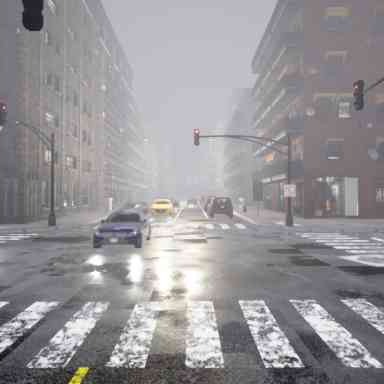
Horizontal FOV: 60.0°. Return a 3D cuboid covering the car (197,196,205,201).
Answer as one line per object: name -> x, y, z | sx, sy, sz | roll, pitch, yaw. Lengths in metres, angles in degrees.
car -> 2.493, 1.813, 91.320 | 1.947, 1.339, 4.313 | 1, 0, 0

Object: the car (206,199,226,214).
car -> 2.549, 1.540, 35.876 | 1.752, 1.417, 4.829 | 1, 0, 0

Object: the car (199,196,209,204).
car -> 2.516, 1.556, 69.069 | 1.967, 1.590, 4.097 | 1, 0, 0

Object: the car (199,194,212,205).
car -> 2.523, 1.402, 63.505 | 2.192, 1.841, 5.009 | 1, 0, 0

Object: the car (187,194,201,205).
car -> 0.046, 1.564, 60.107 | 2.128, 1.511, 4.902 | 0, 0, 0

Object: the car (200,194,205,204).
car -> 2.547, 1.335, 41.271 | 2.192, 1.841, 5.009 | 1, 0, 0

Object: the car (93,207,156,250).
car -> -2.863, 1.554, 14.503 | 1.812, 1.442, 4.674 | 0, -1, 0

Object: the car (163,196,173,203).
car -> -5.370, 1.670, 74.418 | 1.752, 1.417, 4.829 | 1, 0, 0

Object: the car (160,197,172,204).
car -> -5.365, 1.666, 69.026 | 2.008, 1.369, 4.403 | 1, 0, 0

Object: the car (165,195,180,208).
car -> -2.880, 1.600, 49.232 | 1.994, 1.385, 4.181 | 0, 0, 0

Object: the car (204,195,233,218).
car -> 2.558, 1.326, 30.147 | 2.192, 1.841, 5.009 | 1, 0, 0

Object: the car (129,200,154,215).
car -> -5.331, 1.580, 35.654 | 1.947, 1.339, 4.313 | 1, 0, 0

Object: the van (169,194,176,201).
van -> -5.383, 1.588, 91.282 | 1.690, 1.788, 3.998 | 1, 0, 0

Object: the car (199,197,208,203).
car -> 2.509, 1.728, 74.629 | 1.802, 1.307, 4.206 | 1, 0, 0

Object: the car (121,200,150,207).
car -> -5.326, 1.577, 30.093 | 1.947, 1.339, 4.313 | 1, 0, 0

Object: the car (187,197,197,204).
car -> -0.001, 1.684, 70.341 | 1.994, 1.385, 4.181 | 0, 0, 0

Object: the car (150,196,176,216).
car -> -2.878, 1.490, 32.904 | 1.882, 1.535, 5.008 | 0, 0, 0

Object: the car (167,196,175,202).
car -> -5.381, 1.763, 85.717 | 2.008, 1.369, 4.403 | 1, 0, 0
